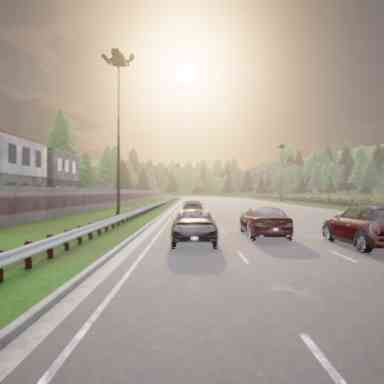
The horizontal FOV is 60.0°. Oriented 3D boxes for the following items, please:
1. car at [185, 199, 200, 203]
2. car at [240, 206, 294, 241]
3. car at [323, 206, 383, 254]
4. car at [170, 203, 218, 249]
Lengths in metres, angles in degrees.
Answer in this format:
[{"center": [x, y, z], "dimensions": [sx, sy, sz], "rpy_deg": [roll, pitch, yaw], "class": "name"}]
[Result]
[{"center": [0.085, 1.461, 32.905], "dimensions": [1.837, 1.490, 4.892], "rpy_deg": [0, 0, 0], "class": "car"}, {"center": [3.592, 1.455, 16.735], "dimensions": [1.882, 1.535, 5.008], "rpy_deg": [0, 0, 0], "class": "car"}, {"center": [7.094, 1.334, 13.539], "dimensions": [2.097, 1.767, 4.553], "rpy_deg": [0, 0, 0], "class": "car"}, {"center": [0.093, 1.472, 14.517], "dimensions": [2.128, 1.511, 4.902], "rpy_deg": [0, 0, 0], "class": "car"}]
